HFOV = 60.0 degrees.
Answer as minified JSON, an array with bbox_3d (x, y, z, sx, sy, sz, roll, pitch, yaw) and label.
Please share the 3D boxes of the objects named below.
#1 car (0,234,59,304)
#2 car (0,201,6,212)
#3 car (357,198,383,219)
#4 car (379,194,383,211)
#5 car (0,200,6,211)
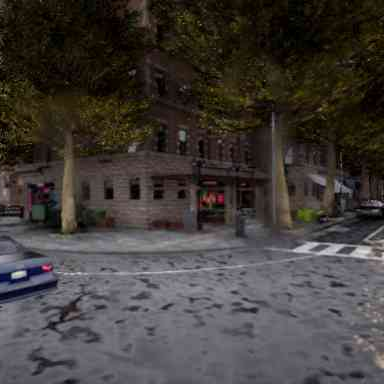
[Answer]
[{"bbox_3d":[-5.350,1.661,7.810,5.357,1.411,2.033,-1,-1,35],"label":"car"},{"bbox_3d":[-28.716,2.005,46.573,2.097,1.767,4.553,-1,-1,36],"label":"car"},{"bbox_3d":[16.346,1.535,30.333,2.231,1.521,4.892,-1,-1,36],"label":"car"},{"bbox_3d":[25.207,1.275,41.656,2.435,2.045,5.566,-1,-1,36],"label":"car"},{"bbox_3d":[-30.682,2.050,49.821,2.097,1.767,4.553,-1,-1,36],"label":"car"}]
